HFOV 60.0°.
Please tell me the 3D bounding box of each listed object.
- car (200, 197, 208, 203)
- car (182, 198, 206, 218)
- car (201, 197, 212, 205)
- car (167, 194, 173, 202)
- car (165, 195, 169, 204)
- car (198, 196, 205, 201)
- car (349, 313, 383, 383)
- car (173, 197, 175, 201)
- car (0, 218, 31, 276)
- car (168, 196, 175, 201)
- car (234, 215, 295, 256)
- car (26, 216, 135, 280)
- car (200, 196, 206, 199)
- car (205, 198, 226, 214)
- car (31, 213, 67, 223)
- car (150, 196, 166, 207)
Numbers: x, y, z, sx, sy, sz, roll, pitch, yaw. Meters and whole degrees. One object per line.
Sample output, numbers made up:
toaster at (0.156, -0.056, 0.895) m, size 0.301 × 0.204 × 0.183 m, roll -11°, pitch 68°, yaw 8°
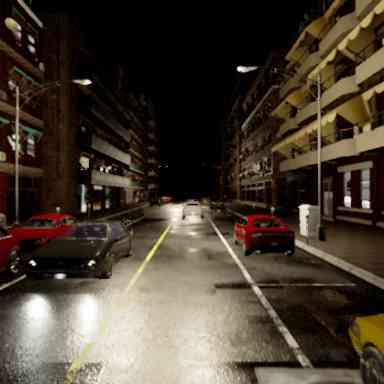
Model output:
car at (2.692, 1.757, 75.138) m, size 1.802 × 1.307 × 4.206 m, roll 0°, pitch 0°, yaw 0°
car at (0.086, 1.599, 30.380) m, size 1.812 × 1.442 × 4.674 m, roll 0°, pitch 0°, yaw 0°
car at (2.692, 1.715, 63.866) m, size 1.947 × 1.339 × 4.313 m, roll 0°, pitch 0°, yaw 0°
car at (-5.688, 1.708, 69.506) m, size 1.887 × 1.381 × 4.507 m, roll 0°, pitch 0°, yaw 0°
car at (-5.689, 1.688, 58.234) m, size 2.008 × 1.369 × 4.403 m, roll 0°, pitch 0°, yaw 0°
car at (2.693, 1.795, 92.047) m, size 1.802 × 1.307 × 4.206 m, roll 0°, pitch 0°, yaw 0°
car at (2.692, 1.530, 2.038) m, size 1.752 × 1.417 × 4.829 m, roll 0°, pitch 0°, yaw 0°
car at (-5.687, 1.503, 80.780) m, size 2.192 × 1.841 × 5.009 m, roll 0°, pitch 0°, yaw 0°
car at (-5.689, 1.459, 7.507) m, size 1.967 × 1.590 × 4.097 m, roll 0°, pitch 0°, yaw 0°
car at (-5.687, 1.739, 91.881) m, size 1.752 × 1.417 × 4.829 m, roll 0°, pitch 0°, yaw 0°
car at (2.692, 1.577, 13.140) m, size 1.887 × 1.381 × 4.507 m, roll 0°, pitch 0°, yaw 0°
car at (-3.028, 1.573, 10.337) m, size 2.033 × 1.411 × 5.357 m, roll 0°, pitch 0°, yaw 1°
car at (2.693, 1.662, 58.399) m, size 1.752 × 1.417 × 4.829 m, roll 0°, pitch 0°, yaw 0°
car at (2.692, 1.636, 35.684) m, size 2.008 × 1.369 × 4.403 m, roll 0°, pitch 0°, yaw 0°
car at (-5.689, 1.578, 13.145) m, size 1.887 × 1.381 × 4.507 m, roll 0°, pitch 0°, yaw 0°
car at (-5.688, 1.676, 52.597) m, size 2.008 × 1.369 × 4.403 m, roll 0°, pitch 0°, yaw 0°
